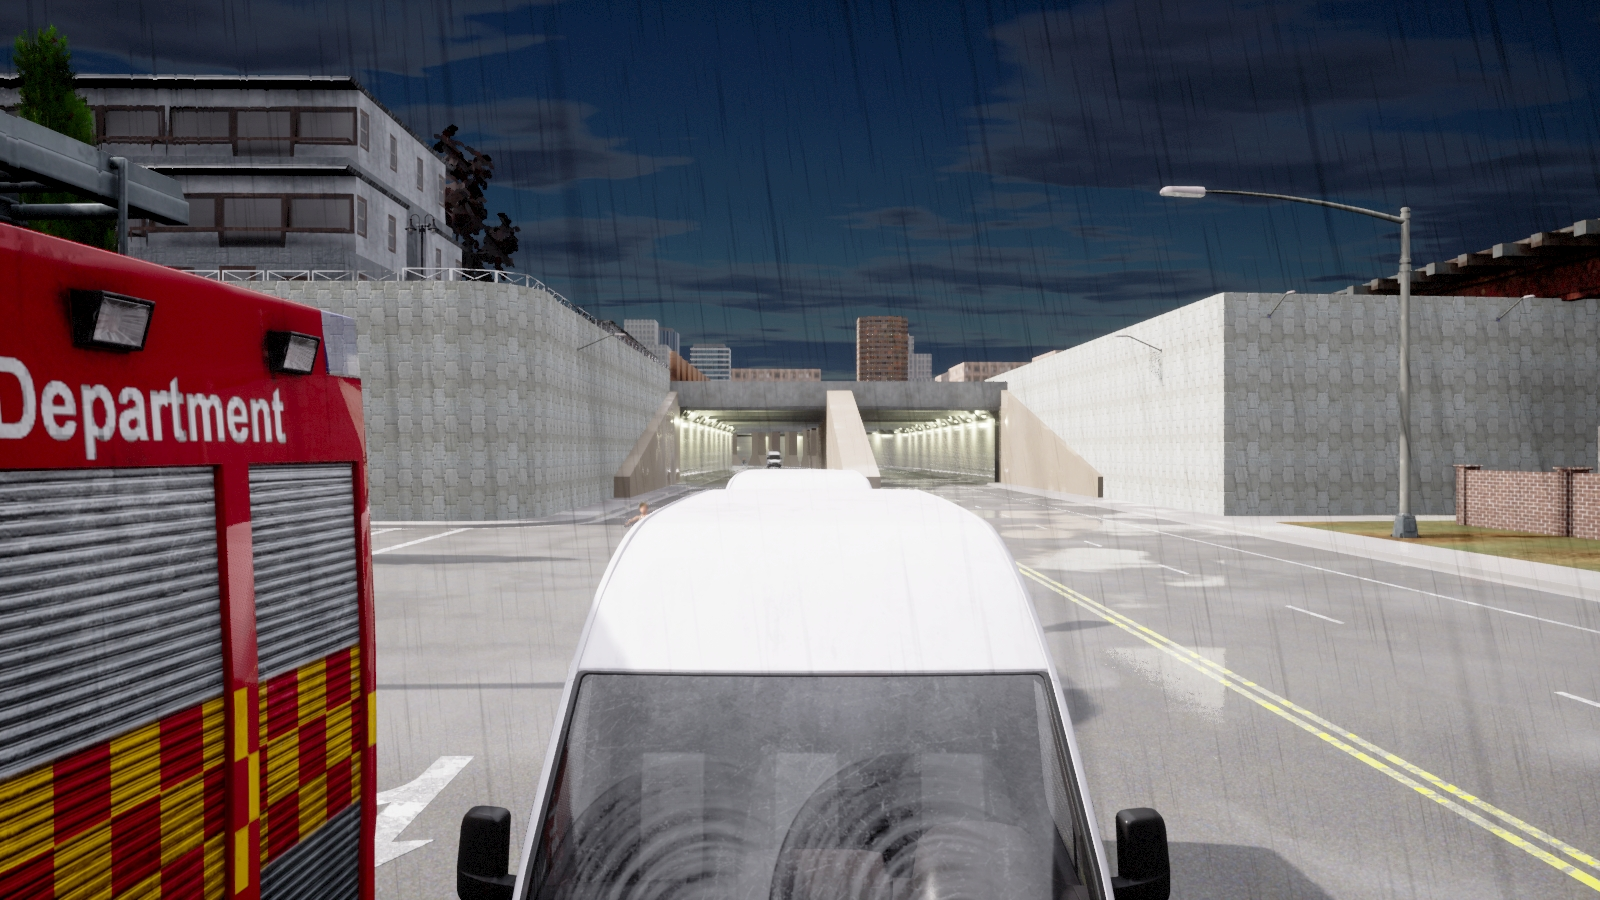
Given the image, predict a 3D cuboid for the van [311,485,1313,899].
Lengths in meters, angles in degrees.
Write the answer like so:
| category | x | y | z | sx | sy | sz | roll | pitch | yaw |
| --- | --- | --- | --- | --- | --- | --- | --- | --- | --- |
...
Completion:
| category | x | y | z | sx | sy | sz | roll | pitch | yaw |
| --- | --- | --- | --- | --- | --- | --- | --- | --- | --- |
| van | 0.047 | 1.534 | 5.226 | 1.988 | 2.561 | 5.915 | 0 | 0 | 1 |
